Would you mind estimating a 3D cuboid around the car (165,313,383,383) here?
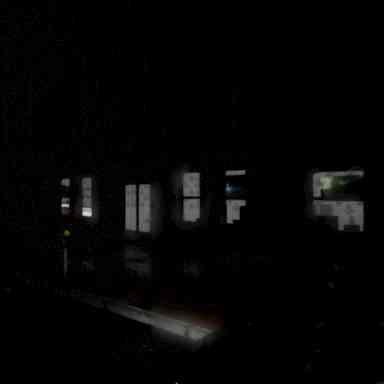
[{"bbox_3d":[1.951,1.523,1.968,4.892,1.490,1.837,0,0,38],"label":"car"}]
